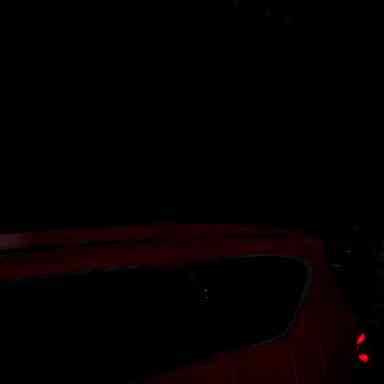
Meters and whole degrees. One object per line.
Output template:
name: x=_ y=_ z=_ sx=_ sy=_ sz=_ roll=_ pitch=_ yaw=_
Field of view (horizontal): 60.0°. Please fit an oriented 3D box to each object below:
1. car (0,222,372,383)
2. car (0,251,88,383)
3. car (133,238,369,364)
car: x=-1.324 y=1.286 z=2.051 sx=5.566 sy=2.045 sz=2.150 roll=1 pitch=-2 yaw=-28
car: x=-3.697 y=1.663 z=3.798 sx=4.507 sy=1.381 sz=1.887 roll=1 pitch=-2 yaw=-28
car: x=1.192 y=1.747 z=6.370 sx=4.206 sy=1.307 sz=1.802 roll=1 pitch=-2 yaw=-28
